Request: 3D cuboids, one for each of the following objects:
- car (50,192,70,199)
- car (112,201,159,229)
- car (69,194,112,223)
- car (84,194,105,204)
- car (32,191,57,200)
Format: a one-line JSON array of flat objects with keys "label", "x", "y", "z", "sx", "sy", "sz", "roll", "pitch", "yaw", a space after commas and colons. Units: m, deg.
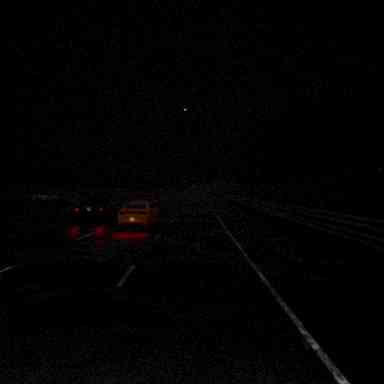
[{"label": "car", "x": -19.840, "y": 1.143, "z": 52.149, "sx": 1.837, "sy": 1.490, "sz": 4.892, "roll": 0, "pitch": 1, "yaw": 3}, {"label": "car", "x": -3.180, "y": 1.307, "z": 20.398, "sx": 1.882, "sy": 1.535, "sz": 5.008, "roll": 0, "pitch": 0, "yaw": 1}, {"label": "car", "x": -6.616, "y": 1.157, "z": 23.579, "sx": 2.097, "sy": 1.767, "sz": 4.553, "roll": 0, "pitch": 0, "yaw": 1}, {"label": "car", "x": -16.172, "y": 1.138, "z": 55.355, "sx": 1.837, "sy": 1.490, "sz": 4.892, "roll": 0, "pitch": 1, "yaw": 3}, {"label": "car", "x": -23.285, "y": 0.849, "z": 53.192, "sx": 2.150, "sy": 2.045, "sz": 5.566, "roll": 0, "pitch": 0, "yaw": 3}]
